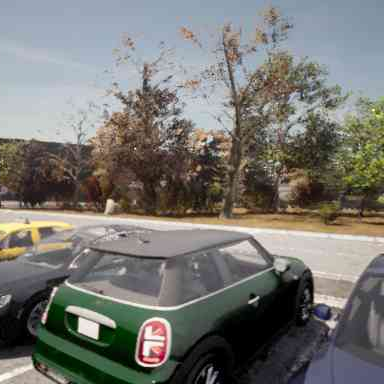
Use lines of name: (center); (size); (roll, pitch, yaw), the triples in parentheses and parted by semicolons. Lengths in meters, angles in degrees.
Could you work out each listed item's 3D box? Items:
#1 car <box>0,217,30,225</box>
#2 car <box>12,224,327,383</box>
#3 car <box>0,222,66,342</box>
car: (-4.375, 1.424, 8.039); (1.946, 1.575, 5.366); (0, 0, 35)
car: (0.232, 1.334, 4.943); (2.185, 1.767, 4.553); (0, 0, 35)
car: (-2.010, 1.441, 6.588); (2.231, 1.521, 4.892); (0, 0, 35)
